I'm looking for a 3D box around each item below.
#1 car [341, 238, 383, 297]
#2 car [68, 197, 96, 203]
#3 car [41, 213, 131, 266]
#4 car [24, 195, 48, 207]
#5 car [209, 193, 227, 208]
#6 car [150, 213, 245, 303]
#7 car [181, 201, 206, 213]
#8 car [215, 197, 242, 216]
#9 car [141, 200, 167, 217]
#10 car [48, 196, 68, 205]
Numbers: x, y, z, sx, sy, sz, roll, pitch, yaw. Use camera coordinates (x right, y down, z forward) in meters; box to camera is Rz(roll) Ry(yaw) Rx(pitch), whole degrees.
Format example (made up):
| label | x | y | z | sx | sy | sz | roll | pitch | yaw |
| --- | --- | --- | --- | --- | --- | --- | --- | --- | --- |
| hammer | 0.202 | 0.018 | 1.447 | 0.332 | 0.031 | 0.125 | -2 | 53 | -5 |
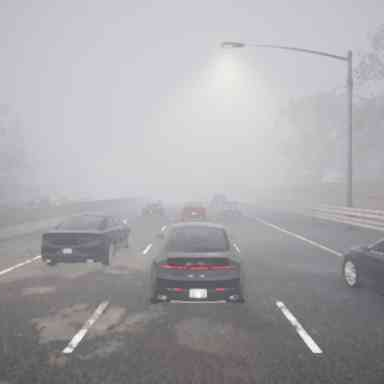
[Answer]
| label | x | y | z | sx | sy | sz | roll | pitch | yaw |
| --- | --- | --- | --- | --- | --- | --- | --- | --- | --- |
| car | 4.557 | 1.497 | 6.235 | 1.837 | 1.490 | 4.892 | 0 | 0 | 0 |
| car | -14.010 | 1.395 | 43.785 | 2.128 | 1.511 | 4.902 | 0 | 0 | 0 |
| car | -3.385 | 1.450 | 11.523 | 1.882 | 1.535 | 5.008 | 0 | 0 | 0 |
| car | -21.000 | 1.245 | 45.587 | 2.097 | 1.767 | 4.553 | 0 | 0 | 0 |
| car | 3.589 | 1.139 | 45.170 | 2.150 | 2.045 | 5.566 | 0 | 1 | 1 |
| car | 0.111 | 1.487 | 8.130 | 1.837 | 1.490 | 4.892 | 0 | 0 | 0 |
| car | 0.142 | 1.422 | 26.867 | 1.882 | 1.535 | 5.008 | 0 | 0 | 0 |
| car | 3.619 | 1.485 | 32.061 | 2.033 | 1.411 | 5.357 | 0 | 0 | 0 |
| car | -3.354 | 1.428 | 29.937 | 2.128 | 1.511 | 4.902 | 0 | 0 | 0 |
| car | -17.508 | 1.387 | 46.007 | 2.128 | 1.511 | 4.902 | 0 | 0 | 0 |
